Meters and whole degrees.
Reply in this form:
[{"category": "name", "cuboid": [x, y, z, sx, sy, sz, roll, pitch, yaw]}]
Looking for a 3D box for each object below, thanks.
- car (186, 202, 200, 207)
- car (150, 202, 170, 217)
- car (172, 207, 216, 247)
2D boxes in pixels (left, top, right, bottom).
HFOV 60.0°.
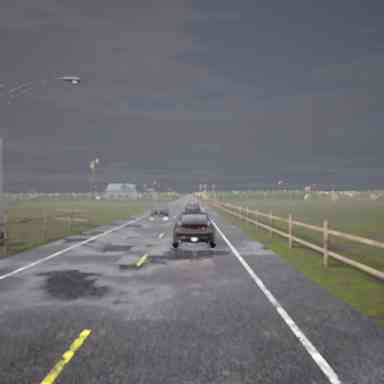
[{"category": "car", "cuboid": [0.096, 1.992, 42.551, 2.128, 1.511, 4.902, 0, 0, 0]}, {"category": "car", "cuboid": [-3.511, 1.953, 37.410, 1.837, 1.490, 4.892, 0, -1, 0]}, {"category": "car", "cuboid": [0.097, 1.707, 16.205, 1.837, 1.490, 4.892, 0, 0, 0]}]
